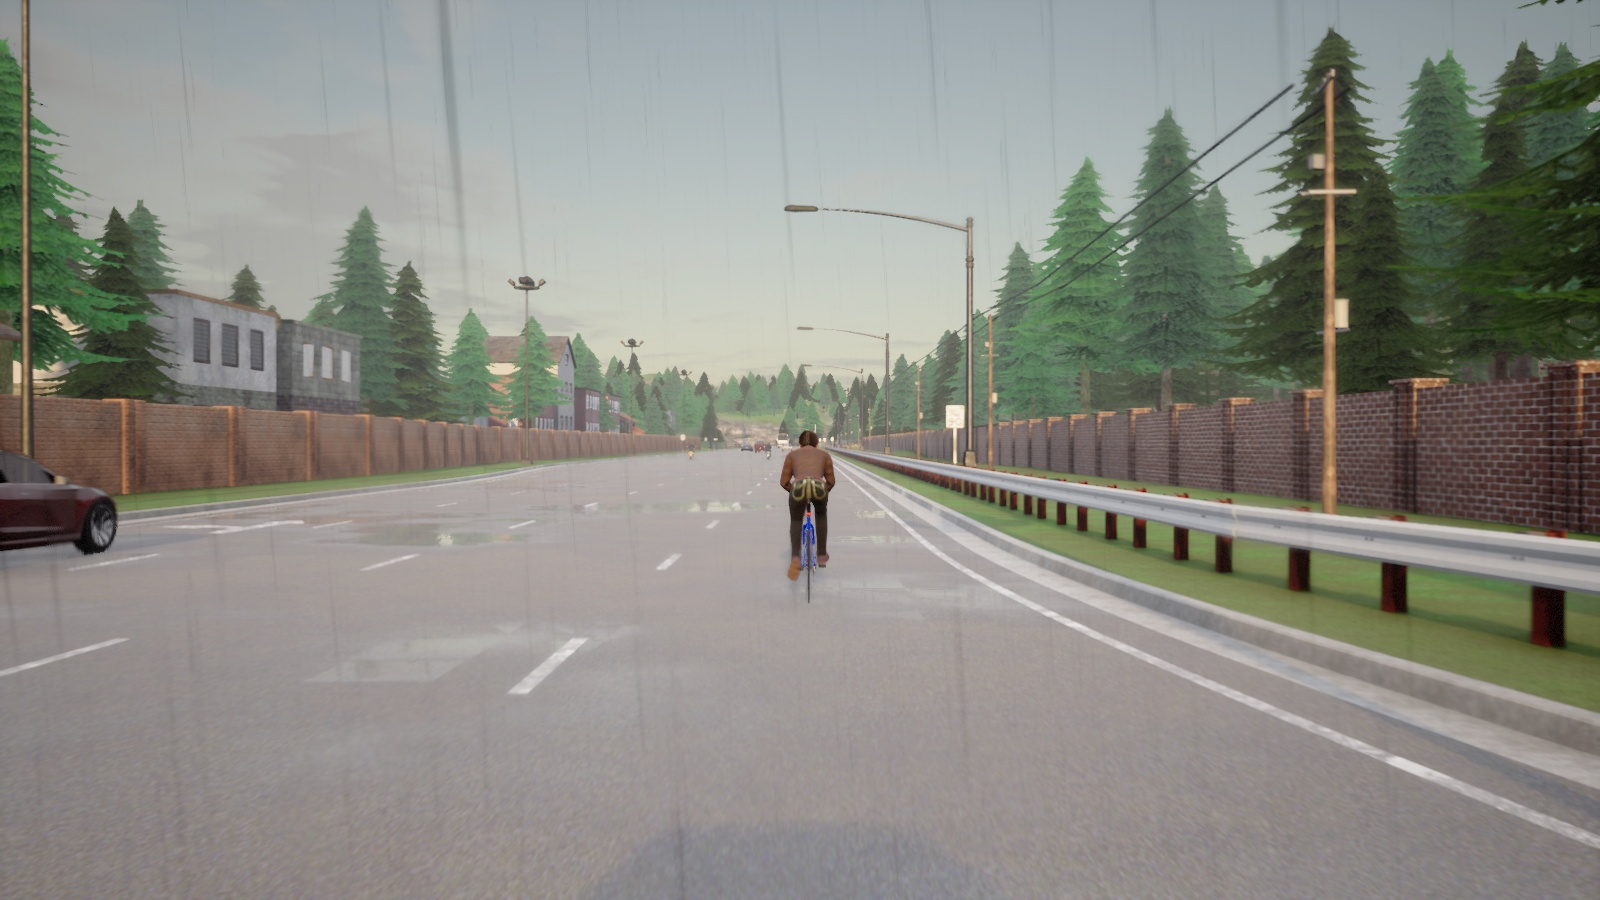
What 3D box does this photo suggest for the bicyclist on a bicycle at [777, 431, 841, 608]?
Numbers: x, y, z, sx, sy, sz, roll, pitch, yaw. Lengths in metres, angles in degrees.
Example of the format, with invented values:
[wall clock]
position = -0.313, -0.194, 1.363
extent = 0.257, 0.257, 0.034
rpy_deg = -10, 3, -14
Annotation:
[bicyclist on a bicycle]
position = 0.085, 0.634, 12.280
extent = 0.582, 1.620, 1.656
rpy_deg = 0, 0, 0

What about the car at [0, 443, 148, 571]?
[car]
position = -10.397, 0.655, 15.516
extent = 2.163, 1.488, 4.792
rpy_deg = 0, 0, 0
